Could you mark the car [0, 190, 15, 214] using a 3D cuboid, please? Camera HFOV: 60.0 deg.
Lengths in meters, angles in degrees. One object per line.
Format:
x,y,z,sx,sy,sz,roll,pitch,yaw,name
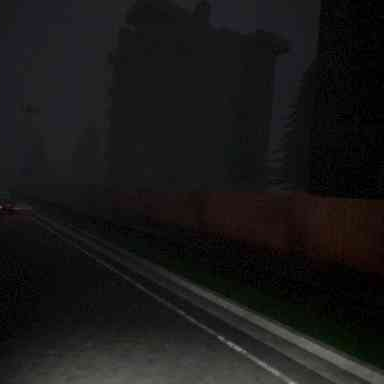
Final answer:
-12.968,0.603,22.118,1.812,1.442,4.674,5,0,-34,car
